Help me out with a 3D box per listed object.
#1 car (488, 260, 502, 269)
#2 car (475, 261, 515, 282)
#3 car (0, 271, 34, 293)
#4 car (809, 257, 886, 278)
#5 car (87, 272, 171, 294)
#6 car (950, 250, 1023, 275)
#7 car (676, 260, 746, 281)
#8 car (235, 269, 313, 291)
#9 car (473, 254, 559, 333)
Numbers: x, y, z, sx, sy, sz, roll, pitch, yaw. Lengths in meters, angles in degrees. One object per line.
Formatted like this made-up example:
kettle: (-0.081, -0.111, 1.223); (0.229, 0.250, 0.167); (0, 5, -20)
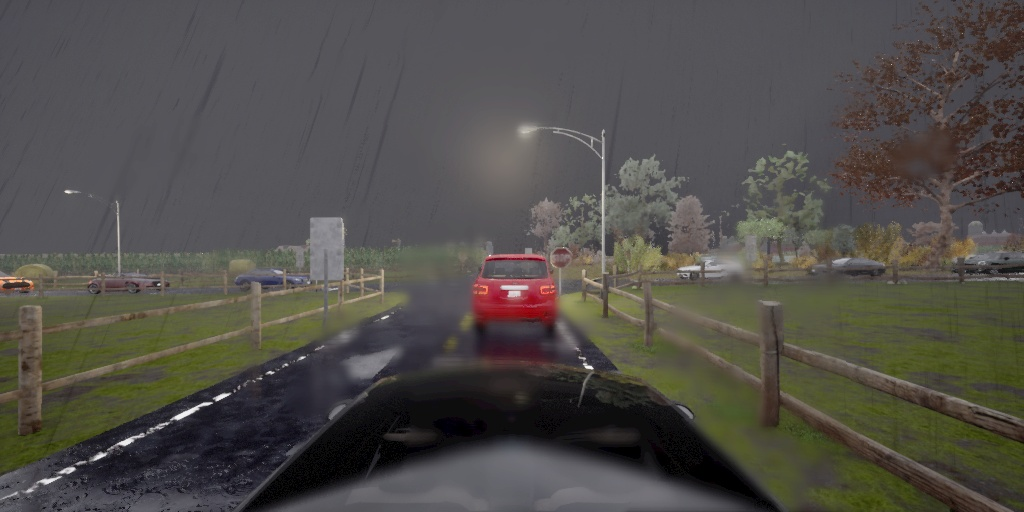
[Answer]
car: (-2.772, 1.360, 59.294); (2.033, 1.411, 5.357); (0, 0, 1)
car: (-1.567, 1.262, 30.908); (2.128, 1.511, 4.902); (0, 0, -19)
car: (-35.803, 1.759, 24.406); (4.553, 1.767, 2.097); (-1, 0, 1)
car: (24.434, 0.829, 26.173); (4.674, 1.442, 1.812); (-1, 0, 1)
car: (-25.782, 1.780, 24.203); (4.181, 1.385, 1.994); (-1, 0, 1)
car: (34.932, 0.476, 25.961); (4.553, 1.767, 2.097); (-1, 0, 1)
car: (14.566, 1.001, 26.367); (4.674, 1.442, 1.812); (-1, 0, 1)
car: (-15.864, 1.557, 23.968); (4.674, 1.442, 1.812); (-1, 0, 3)
car: (0.150, 0.973, 10.942); (2.150, 2.045, 5.566); (0, 0, 2)
